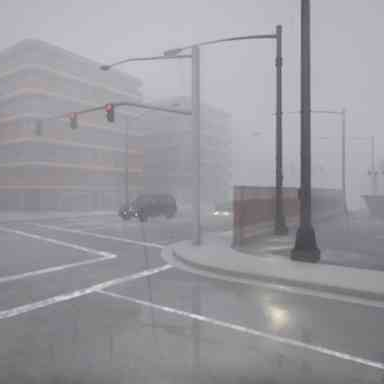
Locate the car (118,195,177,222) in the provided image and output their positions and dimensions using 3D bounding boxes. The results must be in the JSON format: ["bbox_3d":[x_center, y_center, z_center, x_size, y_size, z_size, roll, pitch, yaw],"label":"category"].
[{"bbox_3d":[-3.463,1.234,27.334,2.150,2.045,5.566,0,0,35],"label":"car"}]

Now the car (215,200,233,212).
[{"bbox_3d":[4.366,1.574,38.696,1.994,1.385,4.181,0,0,35],"label":"car"}]
